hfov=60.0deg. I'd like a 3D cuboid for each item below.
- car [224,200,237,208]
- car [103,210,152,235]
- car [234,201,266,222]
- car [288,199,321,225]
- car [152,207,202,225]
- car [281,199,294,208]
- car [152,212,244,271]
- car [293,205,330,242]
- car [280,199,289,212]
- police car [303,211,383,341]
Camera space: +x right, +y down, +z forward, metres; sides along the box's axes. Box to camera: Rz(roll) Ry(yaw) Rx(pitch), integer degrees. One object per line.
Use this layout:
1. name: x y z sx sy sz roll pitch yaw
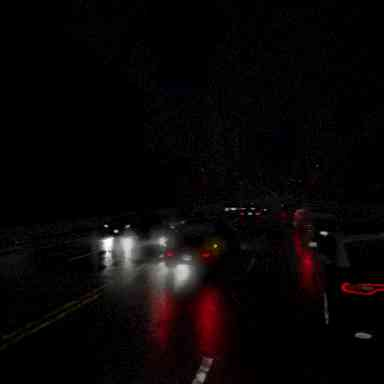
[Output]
1. car: 7.281 2.254 61.036 2.033 1.411 5.357 -1 -1 16
2. car: -3.642 1.875 21.562 2.033 1.411 5.357 -1 -1 15
3. car: 5.238 1.789 28.573 2.033 1.411 5.357 -1 -1 16
4. car: 7.689 1.439 21.965 2.097 1.767 4.553 -1 -1 15
5. car: -0.430 1.741 20.979 2.128 1.511 4.902 -1 -1 15
6. car: 16.278 1.939 56.808 2.128 1.511 4.902 -1 -1 15
7. car: 0.467 1.636 11.263 1.812 1.442 4.674 -1 -1 15
8. car: 6.109 1.568 16.205 1.812 1.442 4.674 -1 -1 15
9. car: 12.562 1.838 43.194 1.812 1.442 4.674 -1 -1 16
10. police car: 3.481 1.418 6.670 1.930 1.638 5.238 -1 -1 15
